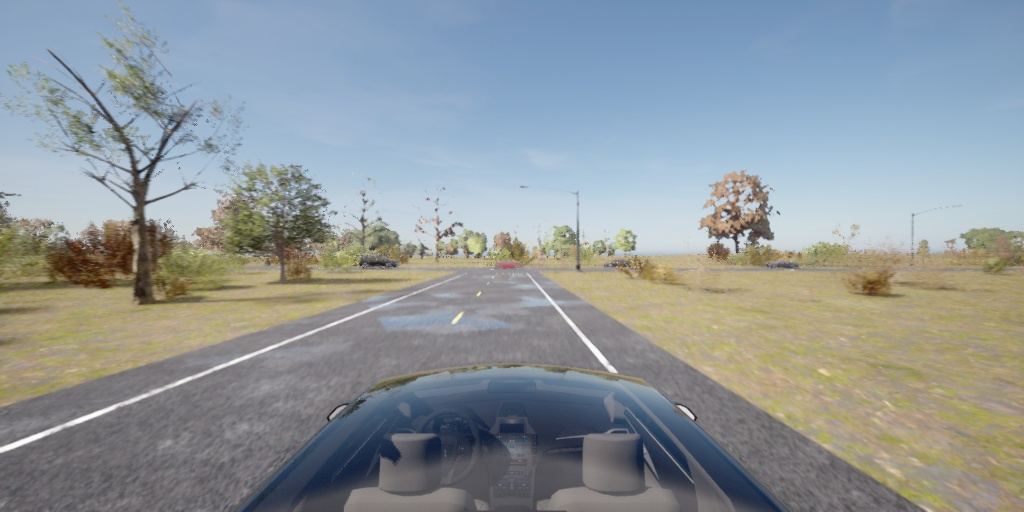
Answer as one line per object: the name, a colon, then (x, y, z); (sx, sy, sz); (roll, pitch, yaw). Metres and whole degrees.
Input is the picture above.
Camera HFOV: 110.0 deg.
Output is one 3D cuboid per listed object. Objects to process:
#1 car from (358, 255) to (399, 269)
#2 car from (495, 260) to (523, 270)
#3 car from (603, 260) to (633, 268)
car: (-19.523, 0.920, 52.608); (5.566, 2.045, 2.150); (0, 0, -2)
car: (-0.414, 1.328, 53.110); (4.181, 1.385, 1.994); (0, 0, -1)
car: (17.836, 1.370, 60.618); (4.892, 1.490, 1.837); (-2, 0, -2)
